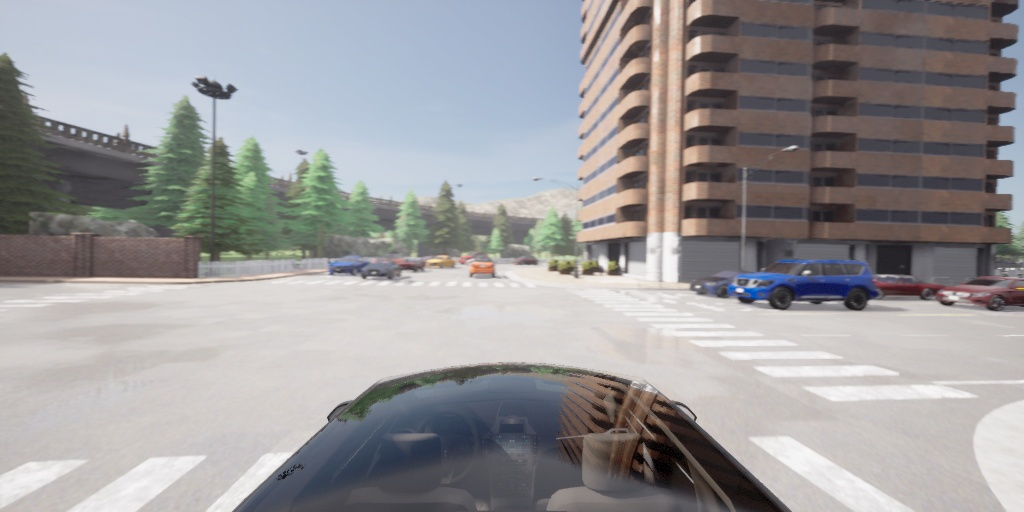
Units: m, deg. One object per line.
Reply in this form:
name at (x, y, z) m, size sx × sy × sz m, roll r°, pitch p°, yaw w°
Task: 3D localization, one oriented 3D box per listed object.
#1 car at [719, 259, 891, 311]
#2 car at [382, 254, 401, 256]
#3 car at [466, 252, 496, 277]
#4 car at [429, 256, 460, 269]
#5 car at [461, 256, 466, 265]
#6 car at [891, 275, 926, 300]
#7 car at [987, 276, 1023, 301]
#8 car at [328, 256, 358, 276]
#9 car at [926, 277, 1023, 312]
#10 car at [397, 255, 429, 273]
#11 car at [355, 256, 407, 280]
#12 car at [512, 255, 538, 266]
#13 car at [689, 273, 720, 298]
car at (12.378, 1.156, 15.370) m, size 5.566 × 2.045 × 2.150 m, roll 1°, pitch 0°, yaw -5°
car at (-12.947, 0.532, 37.808) m, size 2.097 × 1.767 × 4.553 m, roll 1°, pitch 0°, yaw 6°
car at (-2.482, 0.805, 30.680) m, size 2.097 × 1.767 × 4.553 m, roll 1°, pitch 0°, yaw -4°
car at (-8.533, 0.707, 43.758) m, size 1.882 × 1.535 × 5.008 m, roll 1°, pitch 0°, yaw 16°
car at (-4.807, 0.771, 52.375) m, size 1.812 × 1.442 × 4.674 m, roll 1°, pitch 1°, yaw 33°
car at (20.367, 1.672, 19.556) m, size 4.718 × 1.301 × 1.895 m, roll 1°, pitch 0°, yaw -5°
car at (30.488, 1.879, 20.384) m, size 4.718 × 1.301 × 1.895 m, roll 1°, pitch 0°, yaw -4°
car at (-12.885, 0.725, 28.790) m, size 1.882 × 1.535 × 5.008 m, roll 1°, pitch 0°, yaw -3°
car at (22.017, 1.656, 16.172) m, size 4.674 × 1.442 × 1.812 m, roll 1°, pitch 0°, yaw -5°
car at (-9.725, 0.873, 34.577) m, size 1.895 × 1.301 × 4.718 m, roll 1°, pitch 0°, yaw 0°
car at (-9.228, 0.912, 25.614) m, size 1.994 × 1.385 × 4.181 m, roll 1°, pitch 0°, yaw -4°
car at (2.217, 0.687, 60.227) m, size 4.553 × 1.767 × 2.097 m, roll 1°, pitch 1°, yaw -38°
car at (11.638, 1.457, 18.839) m, size 4.181 × 1.385 × 1.994 m, roll 1°, pitch 0°, yaw -6°
